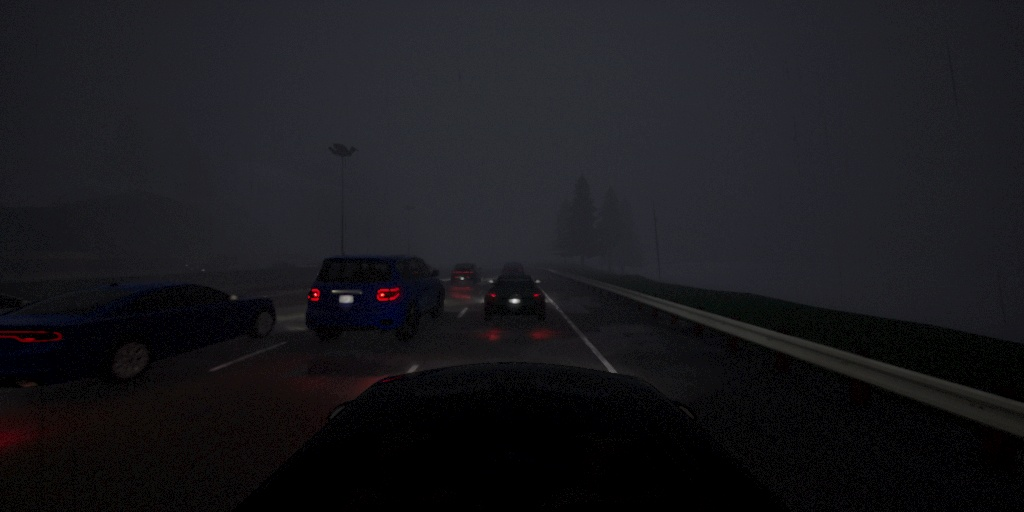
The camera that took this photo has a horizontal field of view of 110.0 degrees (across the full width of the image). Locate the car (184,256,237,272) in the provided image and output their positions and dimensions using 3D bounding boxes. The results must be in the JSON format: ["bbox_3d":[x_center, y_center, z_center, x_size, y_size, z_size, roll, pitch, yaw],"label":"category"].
[{"bbox_3d":[-31.702,0.983,38.180,2.150,2.045,5.566,0,0,-2],"label":"car"}]

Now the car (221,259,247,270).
[{"bbox_3d":[-28.242,1.322,38.377,1.994,1.385,4.181,0,0,-2],"label":"car"}]

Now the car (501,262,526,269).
[{"bbox_3d":[0.106,1.233,29.604,1.882,1.535,5.008,0,0,0],"label":"car"}]

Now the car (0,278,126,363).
[{"bbox_3d":[-10.430,1.277,6.510,1.812,1.442,4.674,0,0,0],"label":"car"}]

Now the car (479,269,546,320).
[{"bbox_3d":[0.095,1.317,12.731,1.994,1.385,4.181,0,0,0],"label":"car"}]

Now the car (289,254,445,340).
[{"bbox_3d":[-3.410,0.975,10.088,2.150,2.045,5.566,0,0,0],"label":"car"}]

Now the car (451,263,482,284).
[{"bbox_3d":[-3.400,1.262,26.994,1.837,1.490,4.892,0,1,0],"label":"car"}]

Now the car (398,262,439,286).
[{"bbox_3d":[-6.900,1.262,26.965,1.837,1.490,4.892,0,1,0],"label":"car"}]

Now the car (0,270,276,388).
[{"bbox_3d":[-6.927,1.229,7.085,1.882,1.535,5.008,0,0,0],"label":"car"}]

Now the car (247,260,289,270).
[{"bbox_3d":[-24.715,1.235,37.436,1.882,1.535,5.008,0,0,-2],"label":"car"}]
